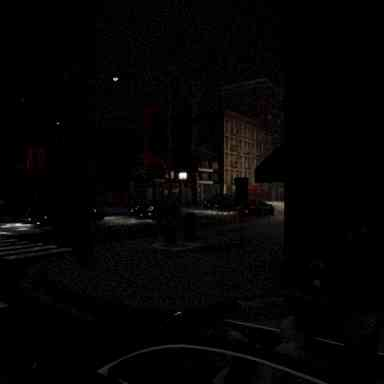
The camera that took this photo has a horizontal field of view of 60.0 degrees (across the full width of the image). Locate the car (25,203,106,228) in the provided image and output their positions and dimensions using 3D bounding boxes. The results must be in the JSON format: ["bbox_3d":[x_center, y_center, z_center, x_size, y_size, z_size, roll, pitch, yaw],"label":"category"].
[{"bbox_3d":[-8.266,1.619,22.442,1.895,1.301,4.718,0,0,36],"label":"car"}]

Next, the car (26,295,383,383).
[{"bbox_3d":[0.449,1.551,2.529,4.403,1.369,2.008,0,0,36],"label":"car"}]

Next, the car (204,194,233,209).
[{"bbox_3d":[3.800,1.284,44.861,2.150,2.045,5.566,0,0,36],"label":"car"}]

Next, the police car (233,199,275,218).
[{"bbox_3d":[6.218,1.564,31.344,2.038,1.542,4.974,0,0,36],"label":"police car"}]

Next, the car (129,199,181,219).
[{"bbox_3d":[-2.999,1.386,29.804,2.097,1.767,4.553,0,0,36],"label":"car"}]

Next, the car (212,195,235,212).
[{"bbox_3d":[4.955,1.540,40.900,1.882,1.535,5.008,0,1,36],"label":"car"}]
